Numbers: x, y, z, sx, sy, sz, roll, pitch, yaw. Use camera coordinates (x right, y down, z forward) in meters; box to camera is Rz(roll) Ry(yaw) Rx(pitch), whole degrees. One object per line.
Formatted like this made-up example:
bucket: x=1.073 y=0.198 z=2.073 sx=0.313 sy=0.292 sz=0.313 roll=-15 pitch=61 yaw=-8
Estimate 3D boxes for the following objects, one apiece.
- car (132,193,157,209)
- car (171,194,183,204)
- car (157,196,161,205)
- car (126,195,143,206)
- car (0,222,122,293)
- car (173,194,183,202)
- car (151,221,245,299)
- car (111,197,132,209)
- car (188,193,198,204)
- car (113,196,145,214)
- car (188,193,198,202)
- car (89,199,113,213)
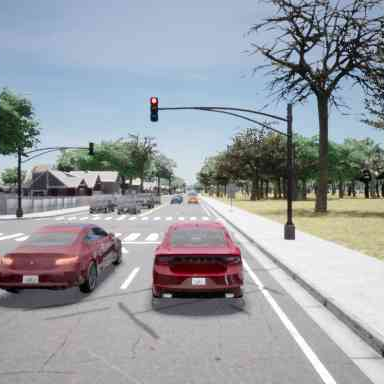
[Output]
car: x=-6.500 y=1.212 z=45.636 sx=2.150 sy=2.045 sz=5.566 roll=0 pitch=0 yaw=0
car: x=-3.016 y=1.503 z=63.538 sx=1.812 sy=1.442 sz=4.674 roll=0 pitch=0 yaw=0
car: x=-6.456 y=1.484 z=58.411 sx=1.837 sy=1.490 sz=4.892 roll=0 pitch=1 yaw=0
car: x=-9.718 y=1.335 z=56.667 sx=2.097 sy=1.767 sz=4.553 roll=0 pitch=0 yaw=0
car: x=-3.132 y=1.525 z=8.741 sx=1.812 sy=1.442 sz=4.674 roll=0 pitch=0 yaw=0
car: x=-3.090 y=1.321 z=76.330 sx=2.097 sy=1.767 sz=4.553 roll=0 pitch=0 yaw=0
car: x=0.115 y=1.477 z=8.531 sx=1.882 sy=1.535 sz=5.008 roll=0 pitch=0 yaw=0
car: x=-9.746 y=1.516 z=46.241 sx=1.812 sy=1.442 sz=4.674 roll=0 pitch=0 yaw=0
car: x=0.234 y=1.454 z=63.858 sx=1.882 sy=1.535 sz=5.008 roll=0 pitch=0 yaw=0
car: x=-6.524 y=1.499 z=34.892 sx=1.837 sy=1.490 sz=4.892 roll=0 pitch=0 yaw=0
car: x=0.160 y=1.191 z=76.359 sx=2.150 sy=2.045 sz=5.566 roll=0 pitch=0 yaw=0
car: x=-9.769 y=1.499 z=36.402 sx=1.837 sy=1.490 sz=4.892 roll=0 pitch=0 yaw=0
